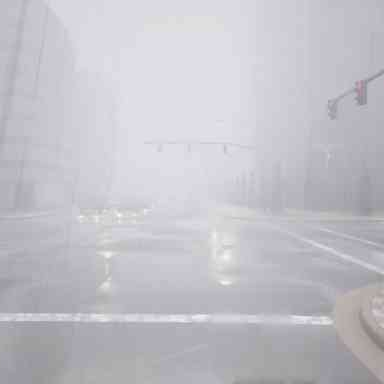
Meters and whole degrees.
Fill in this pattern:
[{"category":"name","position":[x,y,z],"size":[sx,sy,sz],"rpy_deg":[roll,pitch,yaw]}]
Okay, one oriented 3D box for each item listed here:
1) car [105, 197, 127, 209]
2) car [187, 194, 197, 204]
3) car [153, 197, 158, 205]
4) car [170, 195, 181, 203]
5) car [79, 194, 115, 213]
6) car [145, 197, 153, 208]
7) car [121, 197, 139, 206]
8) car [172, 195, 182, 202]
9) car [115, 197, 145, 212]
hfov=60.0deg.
[{"category":"car","position":[-10.563,1.478,46.405],"size":[1.882,1.535,5.008],"rpy_deg":[0,0,0]},{"category":"car","position":[0.049,1.547,66.074],"size":[2.033,1.411,5.357],"rpy_deg":[0,0,0]},{"category":"car","position":[-7.041,1.564,56.913],"size":[1.994,1.385,4.181],"rpy_deg":[0,0,0]},{"category":"car","position":[-3.450,1.505,66.646],"size":[1.837,1.490,4.892],"rpy_deg":[0,0,0]},{"category":"car","position":[-10.572,1.221,36.703],"size":[2.150,2.045,5.566],"rpy_deg":[0,0,0]},{"category":"car","position":[-7.060,1.526,47.033],"size":[1.812,1.442,4.674],"rpy_deg":[0,0,-1]},{"category":"car","position":[-10.541,1.547,56.738],"size":[2.033,1.411,5.357],"rpy_deg":[0,0,0]},{"category":"car","position":[-3.443,1.494,75.974],"size":[2.128,1.511,4.902],"rpy_deg":[0,0,0]},{"category":"car","position":[-7.072,1.352,38.049],"size":[2.097,1.767,4.553],"rpy_deg":[0,0,0]}]
